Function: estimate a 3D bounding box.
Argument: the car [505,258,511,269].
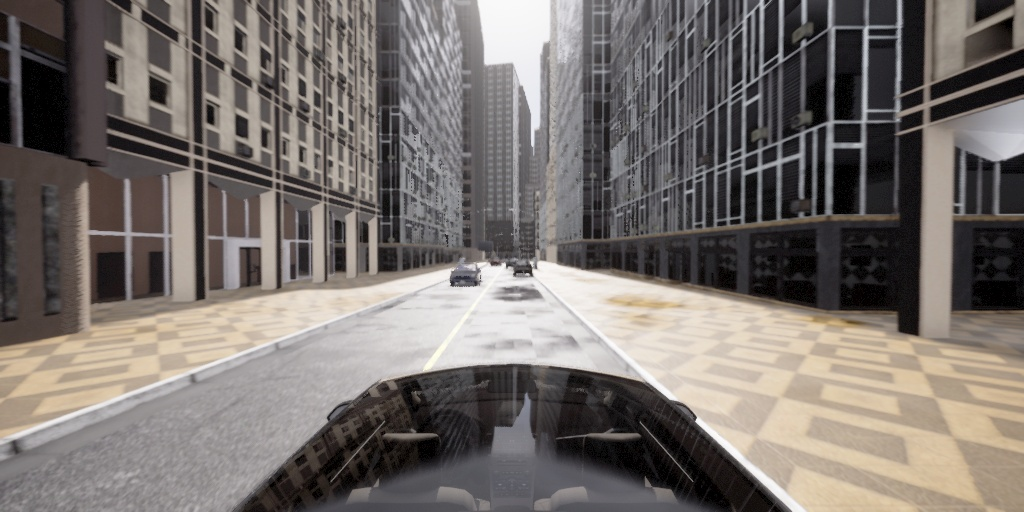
[{"bbox_3d":[0.009,1.118,52.995,1.837,1.490,4.892,0,0,0],"label":"car"}]

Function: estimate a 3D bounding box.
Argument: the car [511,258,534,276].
[{"bbox_3d":[1.056,1.158,34.937,1.837,1.490,4.892,0,0,0],"label":"car"}]

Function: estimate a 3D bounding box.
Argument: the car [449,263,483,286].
[{"bbox_3d":[-3.095,1.225,25.133,2.033,1.411,5.357,0,0,0],"label":"car"}]
